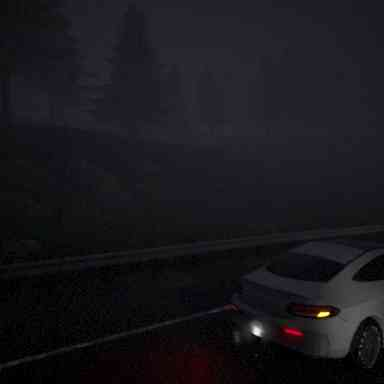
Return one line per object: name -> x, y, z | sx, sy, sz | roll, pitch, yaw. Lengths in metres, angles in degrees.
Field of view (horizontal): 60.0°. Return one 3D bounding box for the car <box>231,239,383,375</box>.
car -> 2.736, 1.527, 5.546 | 4.674, 1.442, 1.812 | 0, 0, -34
